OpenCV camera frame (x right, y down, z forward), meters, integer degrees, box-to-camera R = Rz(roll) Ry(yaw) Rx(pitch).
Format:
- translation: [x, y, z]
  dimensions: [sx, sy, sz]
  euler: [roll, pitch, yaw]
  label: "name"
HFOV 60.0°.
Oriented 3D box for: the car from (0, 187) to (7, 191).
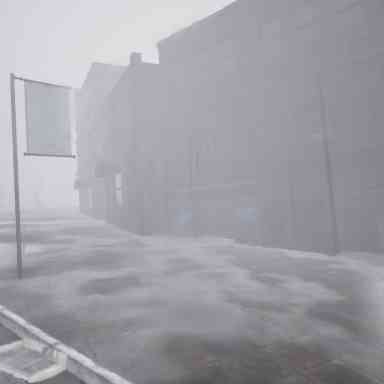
- translation: [-47.416, -0.646, 79.381]
  dimensions: [2.231, 1.521, 4.892]
  euler: [-4, -3, 5]
  label: "car"
